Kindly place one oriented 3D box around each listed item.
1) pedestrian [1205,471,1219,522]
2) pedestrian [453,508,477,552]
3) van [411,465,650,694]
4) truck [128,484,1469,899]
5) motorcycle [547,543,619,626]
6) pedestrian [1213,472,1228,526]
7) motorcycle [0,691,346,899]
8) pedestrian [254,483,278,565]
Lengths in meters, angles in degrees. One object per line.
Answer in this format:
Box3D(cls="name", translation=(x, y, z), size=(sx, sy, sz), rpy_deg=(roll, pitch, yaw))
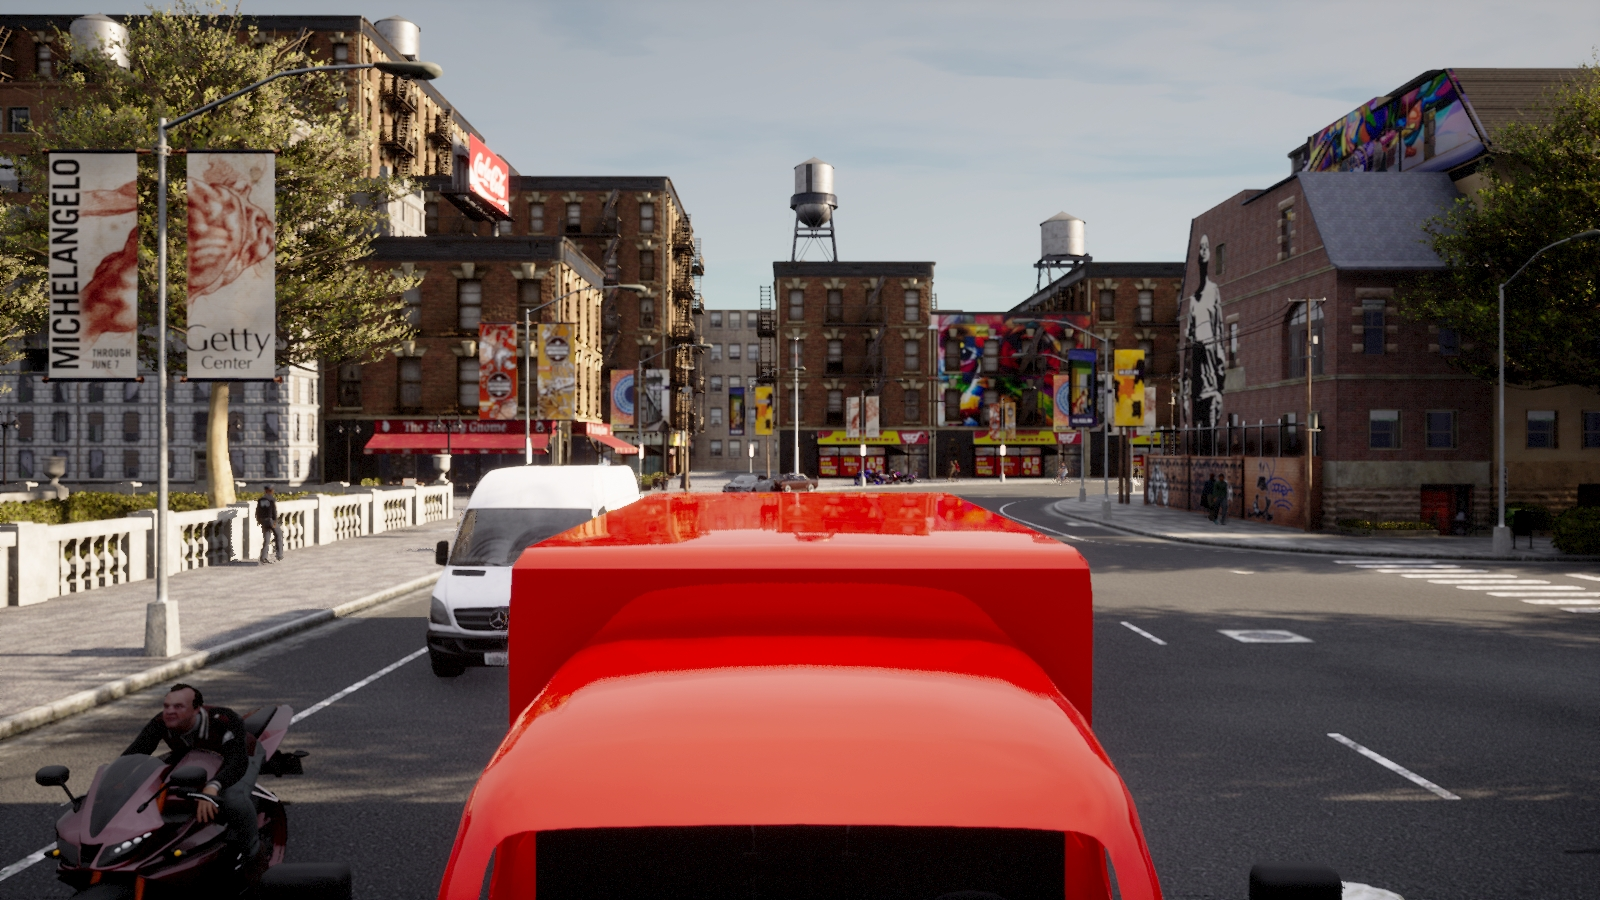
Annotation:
Box3D(cls="pedestrian", translation=(15.036, 1.686, 41.685), size=(0.375, 1.860, 0.375), rpy_deg=(0, 0, -1))
Box3D(cls="pedestrian", translation=(-8.661, 2.069, 29.538), size=(0.500, 1.100, 0.500), rpy_deg=(0, 0, -4))
Box3D(cls="van", translation=(-3.493, 1.530, 16.136), size=(1.988, 2.561, 5.915), rpy_deg=(0, 0, 0))
Box3D(cls="truck", translation=(-0.001, 1.541, 4.878), size=(2.627, 2.467, 5.204), rpy_deg=(0, 2, 0))
Box3D(cls="motorcycle", translation=(-3.598, 2.208, 19.110), size=(0.803, 1.145, 2.033), rpy_deg=(0, 0, 0))
Box3D(cls="pedestrian", translation=(14.618, 1.686, 39.720), size=(0.375, 1.860, 0.375), rpy_deg=(0, 0, -1))
Box3D(cls="motorcycle", translation=(-3.424, 2.203, 6.386), size=(0.867, 1.251, 2.209), rpy_deg=(0, 0, 1))
Box3D(cls="pedestrian", translation=(-12.221, 1.690, 26.162), size=(0.375, 1.860, 0.375), rpy_deg=(0, 0, 2))
